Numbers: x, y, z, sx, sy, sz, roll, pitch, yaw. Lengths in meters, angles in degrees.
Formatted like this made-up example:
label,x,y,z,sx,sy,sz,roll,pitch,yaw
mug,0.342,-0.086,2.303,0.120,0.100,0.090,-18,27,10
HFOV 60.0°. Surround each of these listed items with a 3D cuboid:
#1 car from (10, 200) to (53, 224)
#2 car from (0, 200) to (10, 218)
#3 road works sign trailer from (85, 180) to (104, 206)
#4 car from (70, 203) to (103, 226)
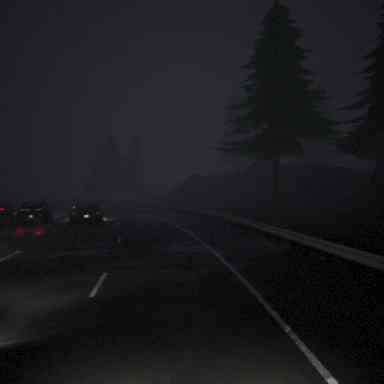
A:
label,x,y,z,sx,sy,sz,roll,pitch,yaw
car,-11.021,1.345,23.586,2.128,1.511,4.902,0,0,-17
car,-16.120,1.384,27.817,2.033,1.411,5.357,0,0,-22
road works sign trailer,-14.036,0.152,47.057,2.380,3.560,2.880,0,1,-36
car,-6.924,1.418,22.018,1.994,1.385,4.181,0,0,-15
